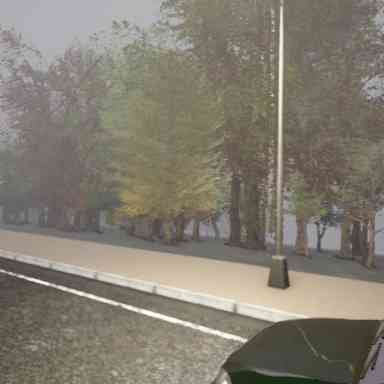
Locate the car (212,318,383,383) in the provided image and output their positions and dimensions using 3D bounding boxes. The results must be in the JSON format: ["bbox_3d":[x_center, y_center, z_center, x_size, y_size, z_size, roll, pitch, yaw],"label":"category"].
[{"bbox_3d":[2.126,1.564,2.150,4.181,1.385,1.994,0,0,36],"label":"car"}]
